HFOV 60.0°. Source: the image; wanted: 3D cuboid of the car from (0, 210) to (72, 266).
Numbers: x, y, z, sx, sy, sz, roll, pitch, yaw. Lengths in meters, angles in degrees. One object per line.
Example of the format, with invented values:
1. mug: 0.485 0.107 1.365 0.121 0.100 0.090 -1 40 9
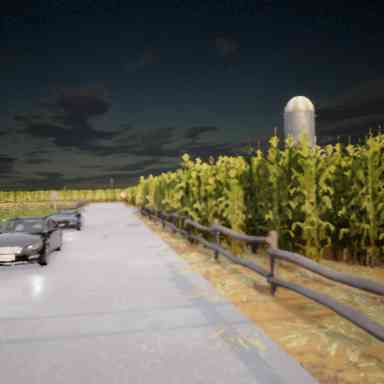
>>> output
1. car: -5.877 1.650 11.982 2.128 1.511 4.902 -1 0 -13

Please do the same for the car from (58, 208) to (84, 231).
1. car: -8.231 1.797 21.839 1.994 1.385 4.181 -1 0 -14
